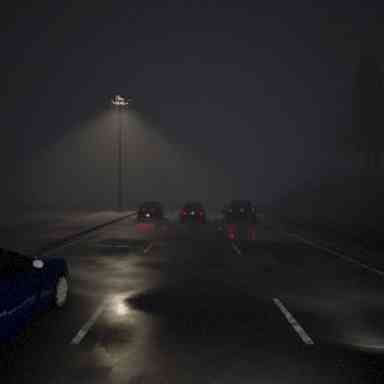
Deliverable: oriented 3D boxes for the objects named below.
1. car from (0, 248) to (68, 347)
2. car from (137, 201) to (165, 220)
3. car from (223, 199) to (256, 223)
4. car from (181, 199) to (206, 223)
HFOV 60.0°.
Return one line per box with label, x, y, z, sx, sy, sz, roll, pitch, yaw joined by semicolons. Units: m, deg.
car;-3.402;1.478;4.695;1.882;1.535;5.008;0;0;0
car;-3.413;1.507;28.108;1.837;1.490;4.892;0;1;0
car;3.580;1.351;25.857;2.097;1.767;4.553;0;0;0
car;0.084;1.547;25.768;2.033;1.411;5.357;0;0;0
